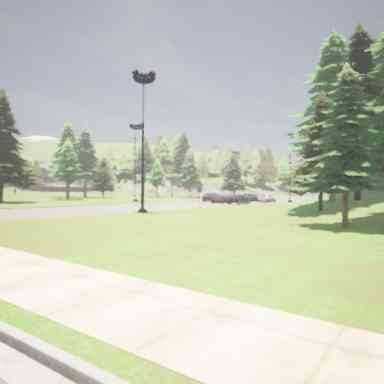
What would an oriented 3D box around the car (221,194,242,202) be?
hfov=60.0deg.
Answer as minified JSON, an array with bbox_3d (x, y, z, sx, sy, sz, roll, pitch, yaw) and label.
[{"bbox_3d":[7.531,1.037,62.946,1.812,1.442,4.674,1,1,36],"label":"car"}]

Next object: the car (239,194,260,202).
[{"bbox_3d":[10.600,1.132,61.215,1.994,1.385,4.181,1,1,36],"label":"car"}]

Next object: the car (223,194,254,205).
[{"bbox_3d":[7.114,1.128,50.441,1.837,1.490,4.892,1,1,37],"label":"car"}]

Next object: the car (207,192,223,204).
[{"bbox_3d":[4.755,1.131,53.169,1.994,1.385,4.181,1,1,37],"label":"car"}]

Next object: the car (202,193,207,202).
[{"bbox_3d":[3.705,0.863,57.630,2.097,1.767,4.553,1,1,37],"label":"car"}]

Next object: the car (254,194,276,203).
[{"bbox_3d":[13.178,1.150,58.810,1.812,1.442,4.674,1,1,36],"label":"car"}]
